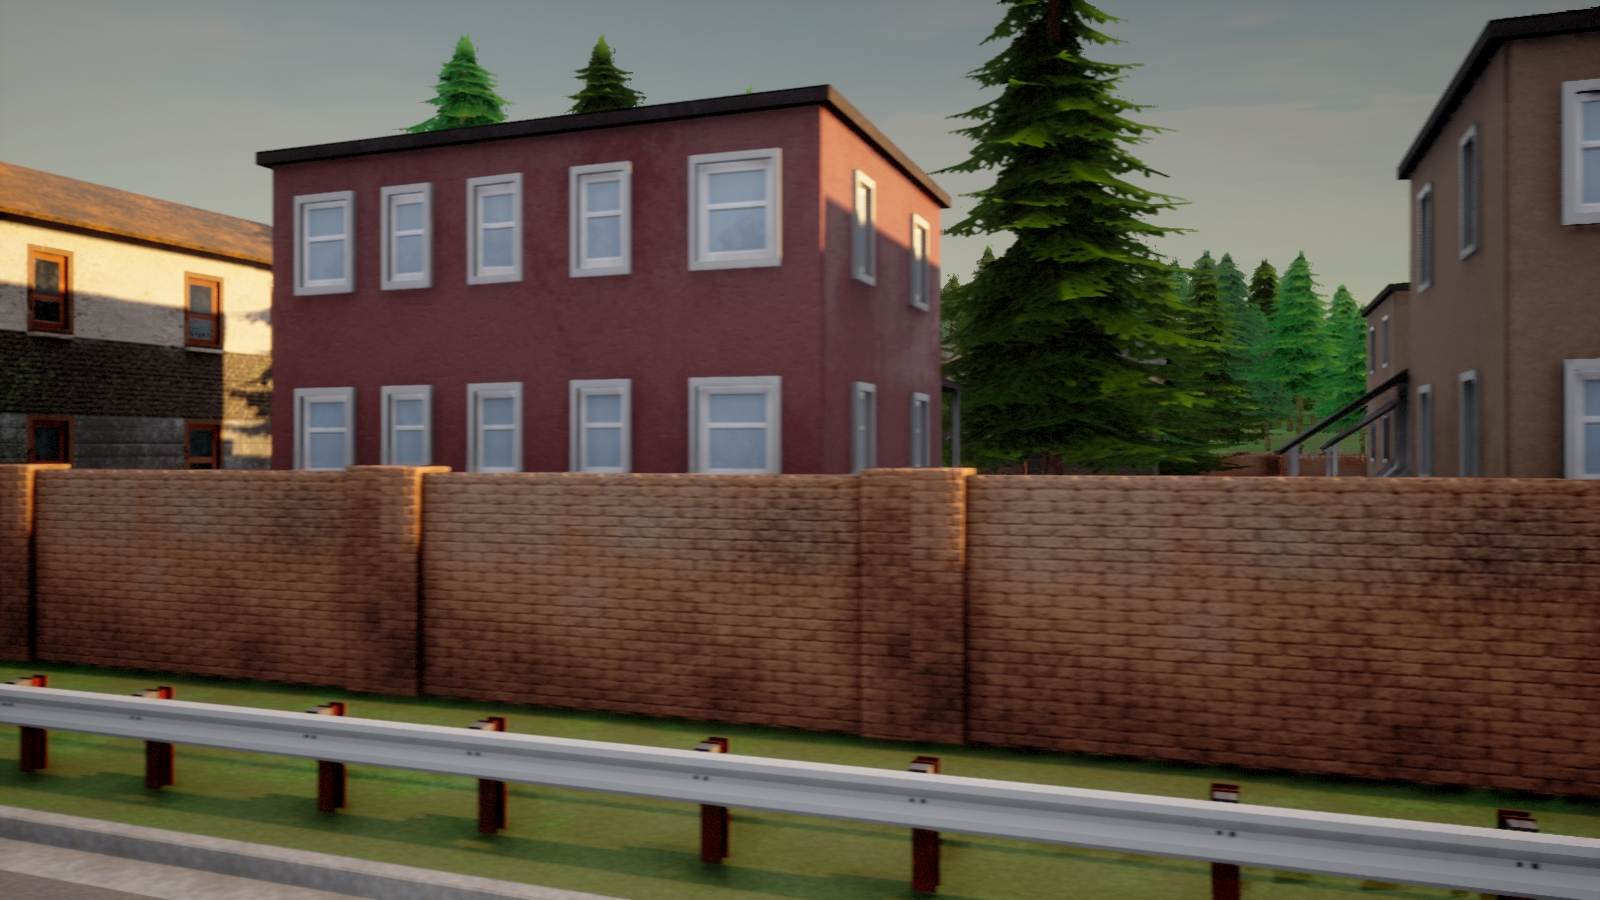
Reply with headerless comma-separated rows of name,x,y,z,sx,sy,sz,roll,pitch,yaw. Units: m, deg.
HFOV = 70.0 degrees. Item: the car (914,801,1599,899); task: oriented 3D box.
car,2.429,2.038,2.425,4.514,1.525,2.007,0,0,20
